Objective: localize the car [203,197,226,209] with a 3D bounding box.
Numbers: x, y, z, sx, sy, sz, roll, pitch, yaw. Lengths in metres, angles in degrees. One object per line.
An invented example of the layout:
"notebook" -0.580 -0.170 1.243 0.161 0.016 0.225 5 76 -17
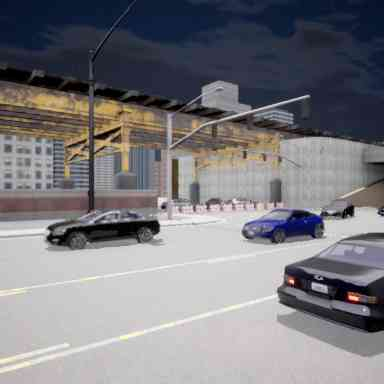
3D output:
"car" 2.812 1.295 40.521 1.853 1.218 4.536 0 0 18

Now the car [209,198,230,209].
"car" 2.796 1.452 40.472 2.038 1.542 4.974 0 0 18

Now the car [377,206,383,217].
"car" 18.823 1.547 30.415 5.357 1.411 2.033 0 0 -41

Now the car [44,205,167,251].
"car" -3.668 1.491 14.280 4.902 1.511 2.128 0 0 -36

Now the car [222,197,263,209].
"car" 6.708 1.452 44.231 4.974 1.542 2.038 0 0 -7

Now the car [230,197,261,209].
"car" 6.656 1.295 44.224 4.536 1.218 1.853 0 0 -7

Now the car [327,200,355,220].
"car" 12.548 1.491 28.486 2.128 1.511 4.902 0 0 37

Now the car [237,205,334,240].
"car" 4.451 1.528 15.796 4.674 1.442 1.812 0 0 -36

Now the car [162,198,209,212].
"car" -0.949 1.452 37.788 4.974 1.542 2.038 0 0 8

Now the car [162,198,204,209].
"car" -1.001 1.295 37.795 4.536 1.218 1.853 0 0 8

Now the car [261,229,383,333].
"car" 4.050 1.547 6.664 5.357 1.411 2.033 0 0 -35
